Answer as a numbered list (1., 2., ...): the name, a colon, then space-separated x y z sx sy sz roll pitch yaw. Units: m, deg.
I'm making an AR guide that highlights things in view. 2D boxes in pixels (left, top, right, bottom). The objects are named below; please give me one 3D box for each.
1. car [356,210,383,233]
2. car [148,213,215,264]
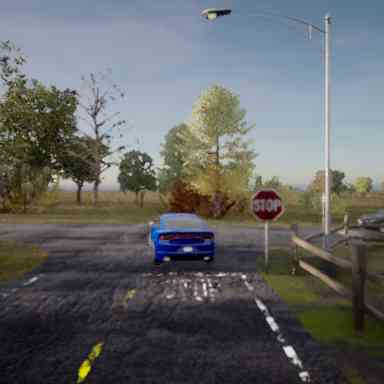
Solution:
1. car: 12.946 1.737 20.931 4.892 1.490 1.837 1 1 -1
2. car: -0.526 1.509 12.059 1.882 1.535 5.008 1 0 -9
